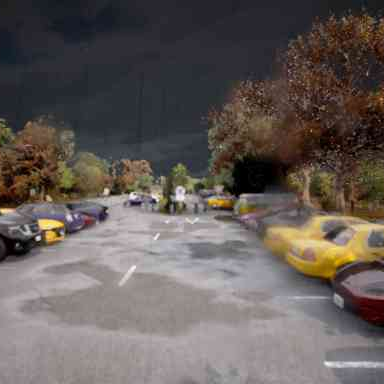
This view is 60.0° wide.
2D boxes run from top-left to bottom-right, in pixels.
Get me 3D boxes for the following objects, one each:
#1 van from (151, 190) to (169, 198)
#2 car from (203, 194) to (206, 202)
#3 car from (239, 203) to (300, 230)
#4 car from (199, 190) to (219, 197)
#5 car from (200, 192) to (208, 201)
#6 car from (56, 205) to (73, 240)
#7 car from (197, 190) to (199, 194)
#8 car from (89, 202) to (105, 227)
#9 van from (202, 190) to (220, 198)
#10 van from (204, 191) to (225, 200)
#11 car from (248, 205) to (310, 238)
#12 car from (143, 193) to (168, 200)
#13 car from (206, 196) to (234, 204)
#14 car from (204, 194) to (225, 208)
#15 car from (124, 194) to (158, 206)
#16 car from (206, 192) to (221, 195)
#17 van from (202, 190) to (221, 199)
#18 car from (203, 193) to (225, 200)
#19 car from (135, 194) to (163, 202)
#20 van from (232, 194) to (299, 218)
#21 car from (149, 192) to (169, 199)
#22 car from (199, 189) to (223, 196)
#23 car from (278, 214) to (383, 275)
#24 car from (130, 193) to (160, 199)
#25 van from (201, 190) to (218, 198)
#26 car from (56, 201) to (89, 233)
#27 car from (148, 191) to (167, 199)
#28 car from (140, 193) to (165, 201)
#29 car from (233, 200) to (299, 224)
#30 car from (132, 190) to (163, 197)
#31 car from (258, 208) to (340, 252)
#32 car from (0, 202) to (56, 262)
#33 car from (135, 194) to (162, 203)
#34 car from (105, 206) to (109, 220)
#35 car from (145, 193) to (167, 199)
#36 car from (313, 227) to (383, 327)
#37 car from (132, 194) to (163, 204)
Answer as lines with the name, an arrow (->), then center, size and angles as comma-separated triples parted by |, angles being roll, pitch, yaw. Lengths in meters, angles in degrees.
van -> -8.192, 0.564, 85.610 | 4.442, 1.987, 1.878 | 0, 1, 0
car -> 4.750, 1.423, 55.089 | 4.792, 1.488, 2.163 | 0, 1, 0
car -> 5.052, 1.463, 17.115 | 4.674, 1.452, 2.002 | 0, 1, 0
car -> 4.740, 0.424, 93.849 | 5.566, 2.045, 2.435 | 0, 1, 0
car -> 4.592, 1.266, 60.627 | 5.366, 1.575, 1.946 | 0, 1, 0
car -> -8.037, 1.461, 14.148 | 5.008, 1.535, 2.097 | 0, 0, 0
car -> 4.741, 0.462, 91.079 | 5.566, 2.045, 2.435 | 0, 1, 0
car -> -8.000, 1.414, 19.713 | 4.792, 1.488, 2.163 | 0, 1, 0
van -> 4.887, 0.564, 85.540 | 4.442, 1.987, 1.878 | 0, 1, 0
van -> 4.891, 0.793, 71.823 | 4.442, 1.987, 1.878 | 0, 1, 0
car -> 5.076, 1.489, 14.203 | 4.792, 1.488, 2.163 | 0, 1, 0
car -> -8.121, 0.961, 74.517 | 5.366, 1.575, 1.946 | 0, 1, 0
car -> 4.776, 1.371, 57.859 | 4.674, 1.452, 2.002 | 0, 1, 0
car -> 4.776, 1.515, 49.673 | 5.008, 1.535, 2.097 | 0, 1, 0
car -> -8.329, 1.486, 52.316 | 4.792, 1.488, 2.163 | 0, 1, 0
car -> 4.811, 1.327, 52.441 | 4.553, 1.767, 2.185 | 0, 1, 0
van -> 4.664, 0.644, 79.985 | 4.442, 1.987, 1.878 | 0, 1, 0
car -> 4.803, 0.992, 74.598 | 4.792, 1.488, 2.163 | 0, 1, 0
car -> -8.489, 1.141, 66.193 | 5.366, 1.575, 1.946 | 0, 1, 0
van -> 4.926, 1.117, 22.569 | 4.442, 1.987, 1.878 | -1, 1, 0
car -> -8.279, 0.858, 82.837 | 4.792, 1.488, 2.163 | 0, 1, 0
car -> 4.805, 0.892, 66.160 | 5.566, 2.045, 2.435 | 0, 1, 0
car -> 5.230, 1.497, 8.615 | 5.366, 1.575, 1.946 | 0, 0, 0
car -> -8.295, 1.394, 55.091 | 5.008, 1.535, 2.097 | 0, 1, 0
van -> 4.653, 0.526, 88.310 | 4.442, 1.987, 1.878 | 0, 1, 0
car -> -7.999, 1.301, 16.926 | 4.553, 1.767, 2.185 | 0, 1, 0
car -> -8.276, 0.743, 80.061 | 4.553, 1.767, 2.185 | 0, 1, 0
car -> -8.491, 1.015, 71.865 | 5.366, 1.575, 1.946 | 0, 1, 0
car -> 5.053, 1.421, 19.900 | 4.674, 1.452, 2.002 | 0, 1, 0
car -> -8.273, 1.080, 57.861 | 5.566, 2.045, 2.435 | 0, 1, 0
car -> 5.232, 1.481, 11.410 | 5.366, 1.575, 1.946 | 0, 0, 0
car -> -8.005, 1.235, 11.353 | 5.566, 2.045, 2.435 | 0, 0, 0
car -> -8.297, 1.207, 63.418 | 4.892, 1.521, 2.231 | 0, 1, 0
car -> -8.057, 1.372, 22.497 | 4.792, 1.488, 2.163 | 0, 1, 0
car -> -8.313, 0.915, 77.284 | 4.892, 1.521, 2.231 | 0, 1, 0
car -> 5.014, 1.535, 5.959 | 4.792, 1.488, 2.163 | 0, 0, 0
car -> -8.117, 1.266, 60.642 | 5.366, 1.575, 1.946 | 0, 1, 0
